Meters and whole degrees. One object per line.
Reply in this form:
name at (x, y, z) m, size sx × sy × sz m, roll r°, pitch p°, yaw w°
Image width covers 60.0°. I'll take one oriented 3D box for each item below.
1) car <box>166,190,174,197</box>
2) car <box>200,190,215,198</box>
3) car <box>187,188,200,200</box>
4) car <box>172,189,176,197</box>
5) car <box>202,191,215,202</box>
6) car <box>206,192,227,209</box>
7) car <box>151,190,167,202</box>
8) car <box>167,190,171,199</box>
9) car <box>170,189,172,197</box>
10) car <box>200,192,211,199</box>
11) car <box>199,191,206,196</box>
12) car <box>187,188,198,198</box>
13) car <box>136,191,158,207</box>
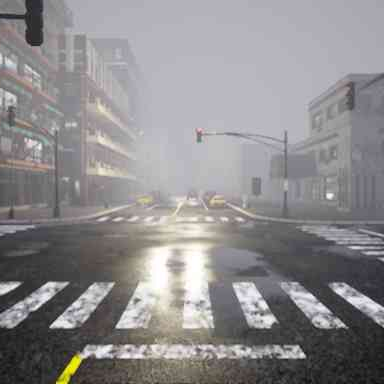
car at (-5.557, 0.306, 84.715) m, size 1.967 × 1.590 × 4.097 m, roll 0°, pitch 1°, yaw 0°
car at (2.773, 0.604, 51.469) m, size 2.192 × 1.841 × 5.009 m, roll 0°, pitch 1°, yaw 0°
car at (0.095, 0.509, 61.631) m, size 2.097 × 1.767 × 4.553 m, roll 0°, pitch 1°, yaw 0°
car at (-5.566, 0.479, 79.179) m, size 1.887 × 1.381 × 4.507 m, roll 0°, pitch 1°, yaw 0°
car at (2.764, 0.945, 45.934) m, size 1.802 × 1.307 × 4.206 m, roll 0°, pitch 1°, yaw 0°
car at (2.748, 1.035, 35.026) m, size 1.752 × 1.417 × 4.829 m, roll 0°, pitch 1°, yaw 0°
car at (-5.607, 0.604, 51.481) m, size 2.192 × 1.841 × 5.009 m, roll 0°, pitch 1°, yaw 0°
car at (-5.592, 0.695, 62.562) m, size 2.008 × 1.369 × 4.403 m, roll 0°, pitch 1°, yaw 0°
car at (-5.583, 0.601, 67.930) m, size 1.752 × 1.417 × 4.829 m, roll 0°, pitch 1°, yaw 0°
car at (2.798, 0.625, 68.088) m, size 2.008 × 1.369 × 4.403 m, roll 0°, pitch 1°, yaw 0°
car at (2.832, 0.321, 90.413) m, size 1.752 × 1.417 × 4.829 m, roll 0°, pitch 1°, yaw 0°
car at (0.111, 0.143, 71.690) m, size 2.150 × 2.045 × 5.566 m, roll 0°, pitch 1°, yaw 0°
car at (-5.626, 0.964, 40.236) m, size 1.752 × 1.417 × 4.829 m, roll 0°, pitch 1°, yaw 0°
